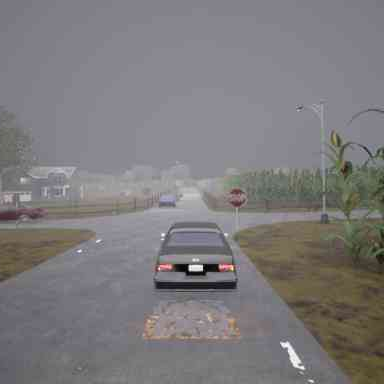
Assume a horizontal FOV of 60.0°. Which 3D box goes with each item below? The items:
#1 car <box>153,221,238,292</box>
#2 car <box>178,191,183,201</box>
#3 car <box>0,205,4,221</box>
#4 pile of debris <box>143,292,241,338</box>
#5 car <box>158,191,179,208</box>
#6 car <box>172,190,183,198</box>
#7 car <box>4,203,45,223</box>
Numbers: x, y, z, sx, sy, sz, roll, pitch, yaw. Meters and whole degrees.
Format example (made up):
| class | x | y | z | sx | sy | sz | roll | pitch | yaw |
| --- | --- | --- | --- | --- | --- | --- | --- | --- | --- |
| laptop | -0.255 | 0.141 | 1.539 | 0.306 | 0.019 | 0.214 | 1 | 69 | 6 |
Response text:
| class | x | y | z | sx | sy | sz | roll | pitch | yaw |
| --- | --- | --- | --- | --- | --- | --- | --- | --- | --- |
| car | 0.076 | 1.510 | 8.994 | 2.033 | 1.411 | 5.357 | 0 | 0 | 0 |
| car | -2.847 | 0.778 | 53.454 | 2.033 | 1.411 | 5.357 | 0 | 2 | 0 |
| car | -16.538 | 1.615 | 23.814 | 4.553 | 1.767 | 2.097 | -1 | 1 | 0 |
| pile of debris | -0.004 | 2.158 | 5.998 | 1.500 | 0.140 | 1.860 | 0 | 0 | 0 |
| car | -2.864 | 1.047 | 39.470 | 1.882 | 1.535 | 5.008 | 0 | 1 | 0 |
| car | -2.818 | 0.414 | 65.209 | 1.994 | 1.385 | 4.181 | 0 | 2 | 1 |
| car | -14.444 | 1.648 | 26.643 | 5.008 | 1.535 | 1.882 | -1 | 1 | 0 |
